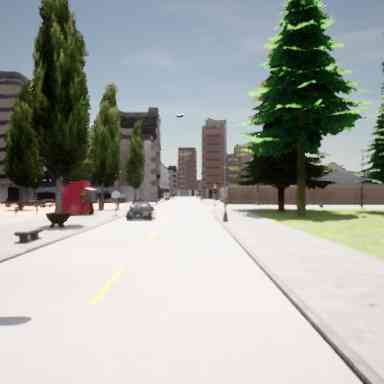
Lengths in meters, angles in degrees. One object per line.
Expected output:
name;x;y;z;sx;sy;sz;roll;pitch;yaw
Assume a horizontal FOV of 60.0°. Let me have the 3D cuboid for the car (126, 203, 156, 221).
car;-4.038;1.563;26.809;1.994;1.385;4.181;0;0;0
